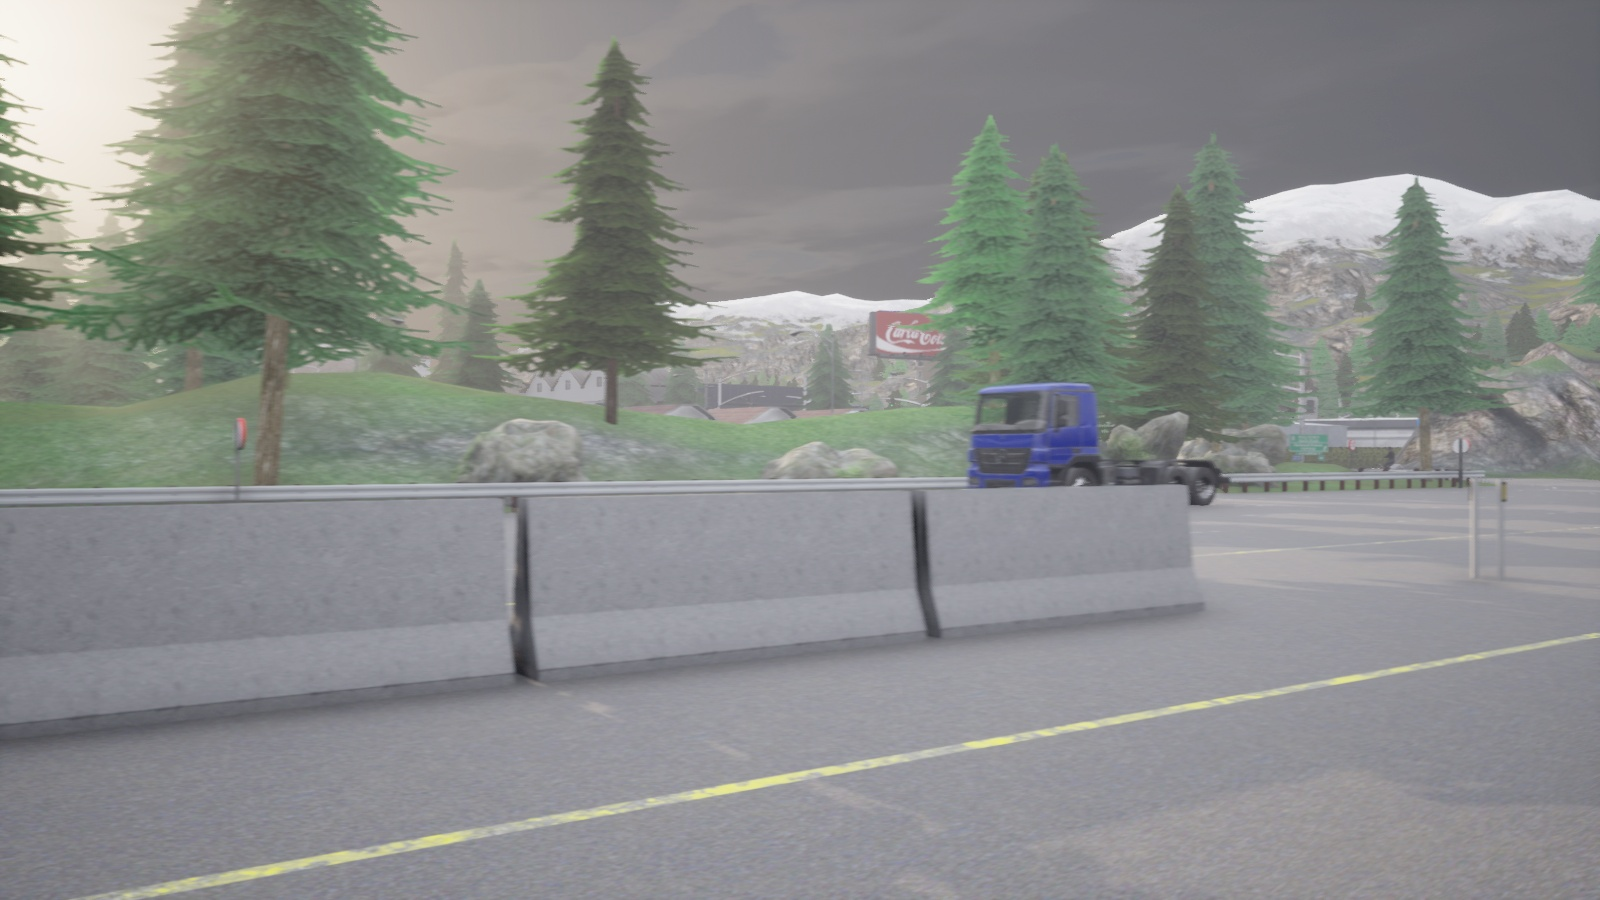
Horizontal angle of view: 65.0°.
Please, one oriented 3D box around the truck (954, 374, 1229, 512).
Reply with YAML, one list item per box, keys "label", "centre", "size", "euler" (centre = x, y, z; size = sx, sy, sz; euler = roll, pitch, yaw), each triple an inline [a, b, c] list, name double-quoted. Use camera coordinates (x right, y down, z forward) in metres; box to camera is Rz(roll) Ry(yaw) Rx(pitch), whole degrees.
- label: "truck"
  centre: [8.241, -0.170, 34.985]
  size: [7.936, 3.462, 2.891]
  euler: [0, 0, -35]
